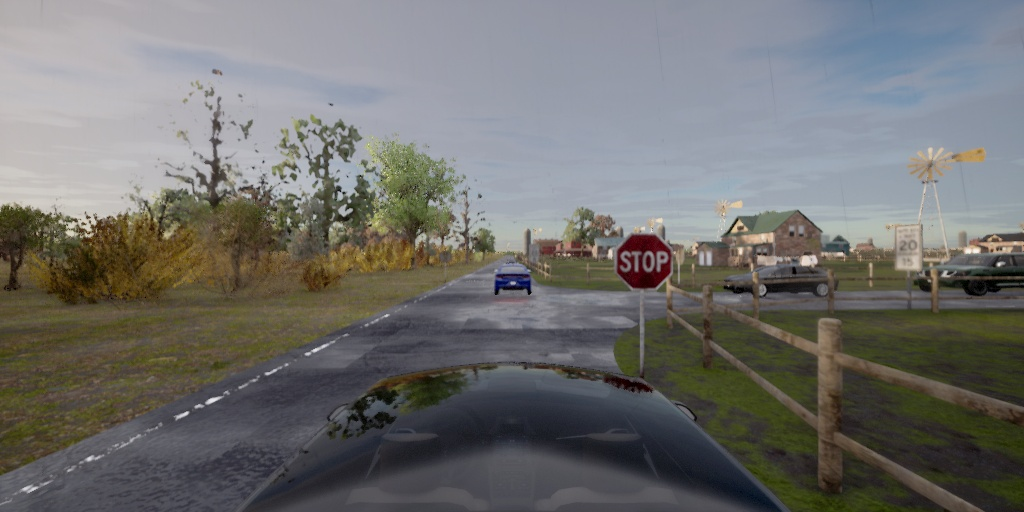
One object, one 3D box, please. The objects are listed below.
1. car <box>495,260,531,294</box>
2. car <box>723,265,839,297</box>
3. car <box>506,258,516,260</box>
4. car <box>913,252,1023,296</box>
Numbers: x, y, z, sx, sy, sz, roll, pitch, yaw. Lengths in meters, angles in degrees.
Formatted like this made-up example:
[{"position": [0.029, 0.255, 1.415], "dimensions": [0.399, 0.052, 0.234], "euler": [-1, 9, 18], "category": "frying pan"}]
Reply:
[{"position": [0.048, 1.195, 20.154], "dimensions": [1.882, 1.535, 5.008], "euler": [0, 0, 0], "category": "car"}, {"position": [12.966, 1.179, 17.469], "dimensions": [4.892, 1.490, 1.837], "euler": [0, 0, 0], "category": "car"}, {"position": [-0.060, 1.203, 59.449], "dimensions": [1.895, 1.301, 4.718], "euler": [0, 0, 0], "category": "car"}, {"position": [23.334, 0.851, 17.639], "dimensions": [5.566, 2.045, 2.150], "euler": [0, 0, -1], "category": "car"}]
